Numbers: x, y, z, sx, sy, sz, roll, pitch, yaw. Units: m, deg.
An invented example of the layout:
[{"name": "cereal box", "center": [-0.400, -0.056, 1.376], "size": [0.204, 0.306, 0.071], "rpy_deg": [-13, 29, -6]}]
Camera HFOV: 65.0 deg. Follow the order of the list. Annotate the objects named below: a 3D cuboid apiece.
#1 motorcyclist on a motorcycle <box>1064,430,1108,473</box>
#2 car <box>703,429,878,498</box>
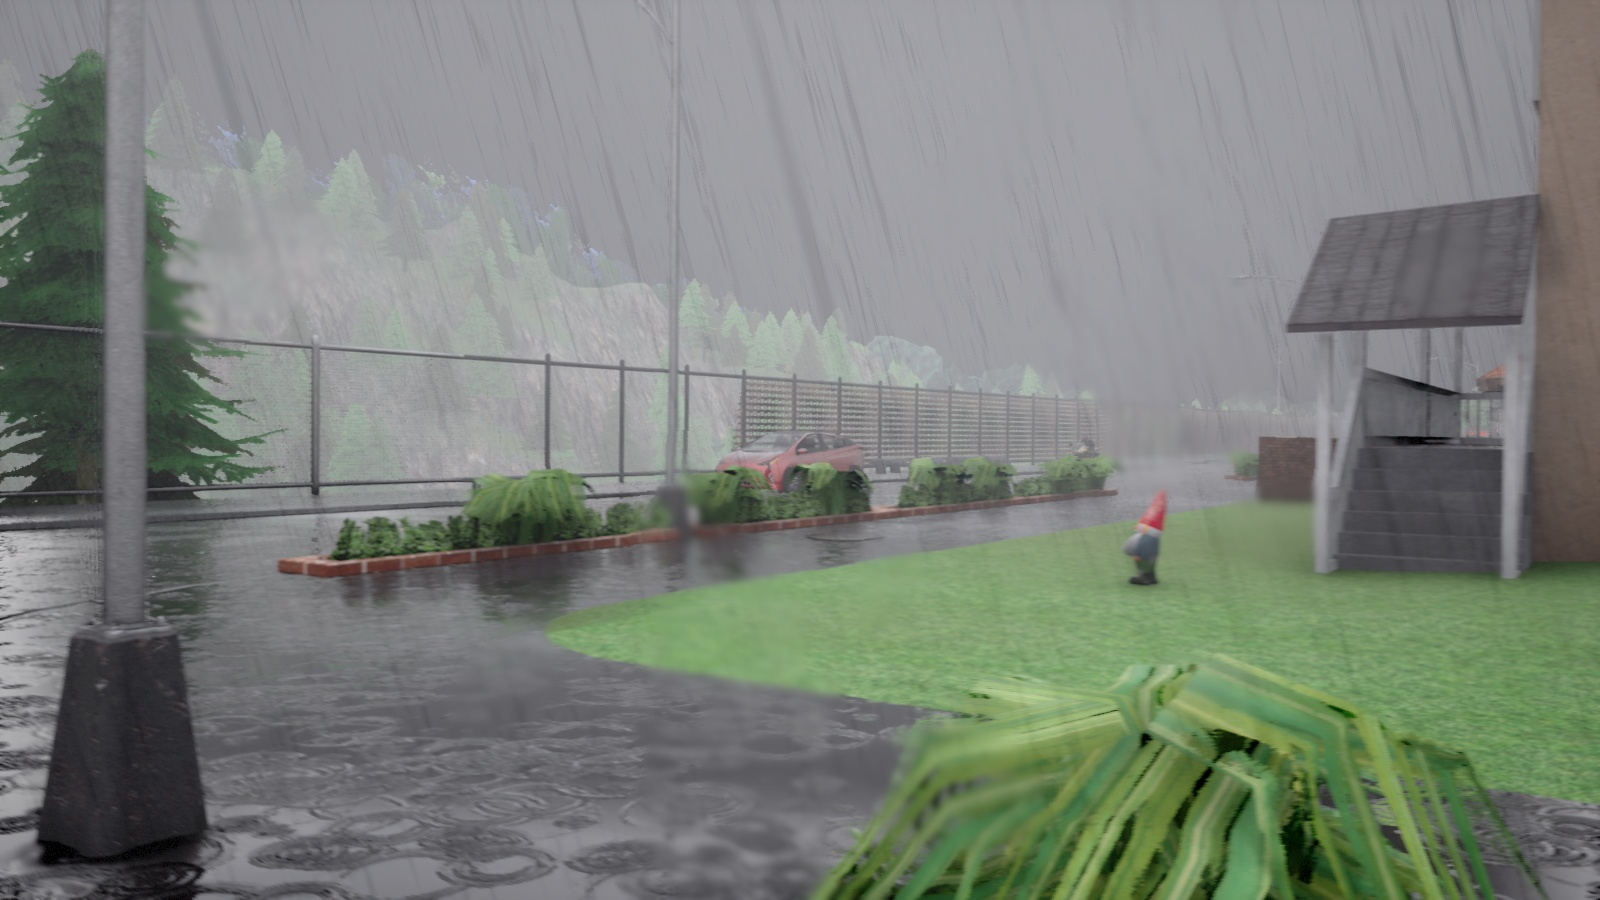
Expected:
[{"name": "motorcyclist on a motorcycle", "center": [10.560, 0.038, 46.327], "size": [0.866, 1.530, 2.191], "rpy_deg": [0, 1, 34]}, {"name": "car", "center": [-0.144, 0.267, 30.191], "size": [2.007, 1.525, 4.514], "rpy_deg": [0, 1, 34]}]
